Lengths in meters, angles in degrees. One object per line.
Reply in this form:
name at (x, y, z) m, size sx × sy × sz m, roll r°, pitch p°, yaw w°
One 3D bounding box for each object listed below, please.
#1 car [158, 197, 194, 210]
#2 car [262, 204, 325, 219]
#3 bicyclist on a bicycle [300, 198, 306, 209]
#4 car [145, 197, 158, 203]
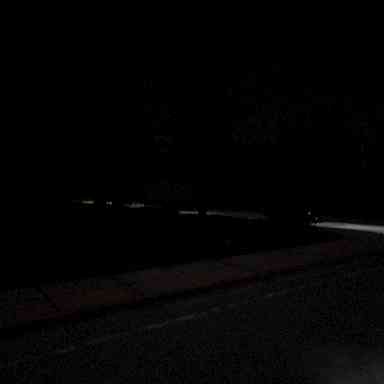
car at (-1.697, 1.457, 39.429) m, size 1.882 × 1.535 × 5.008 m, roll 0°, pitch 0°, yaw -34°
car at (7.630, 1.572, 25.394) m, size 1.895 × 1.301 × 4.718 m, roll 0°, pitch 0°, yaw -33°
bicyclist on a bicycle at (11.094, 1.358, 33.507) m, size 1.656 × 1.620 × 0.582 m, roll 22°, pitch -28°, yaw -26°
car at (-5.720, 1.472, 51.759) m, size 2.128 × 1.511 × 4.902 m, roll 0°, pitch 0°, yaw -34°
